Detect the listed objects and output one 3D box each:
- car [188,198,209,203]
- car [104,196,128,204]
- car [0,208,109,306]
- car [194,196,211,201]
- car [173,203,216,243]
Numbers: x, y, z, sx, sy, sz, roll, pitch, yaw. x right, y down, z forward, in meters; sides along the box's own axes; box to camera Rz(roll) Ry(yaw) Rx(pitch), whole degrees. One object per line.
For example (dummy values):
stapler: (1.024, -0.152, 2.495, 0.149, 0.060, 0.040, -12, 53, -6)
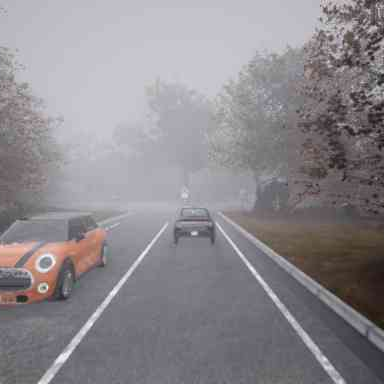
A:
car: (0.373, 1.605, 34.137, 1.895, 1.301, 4.718, 0, 0, 6)
car: (-14.714, 1.486, 64.529, 1.882, 1.535, 5.008, -1, 0, 35)
car: (-3.599, 1.353, 8.274, 2.097, 1.767, 4.553, 0, 0, 0)
car: (1.513, 1.549, 71.324, 5.357, 1.411, 2.033, 0, 0, 9)
car: (0.102, 1.494, 16.164, 2.128, 1.511, 4.902, 0, 0, 0)
